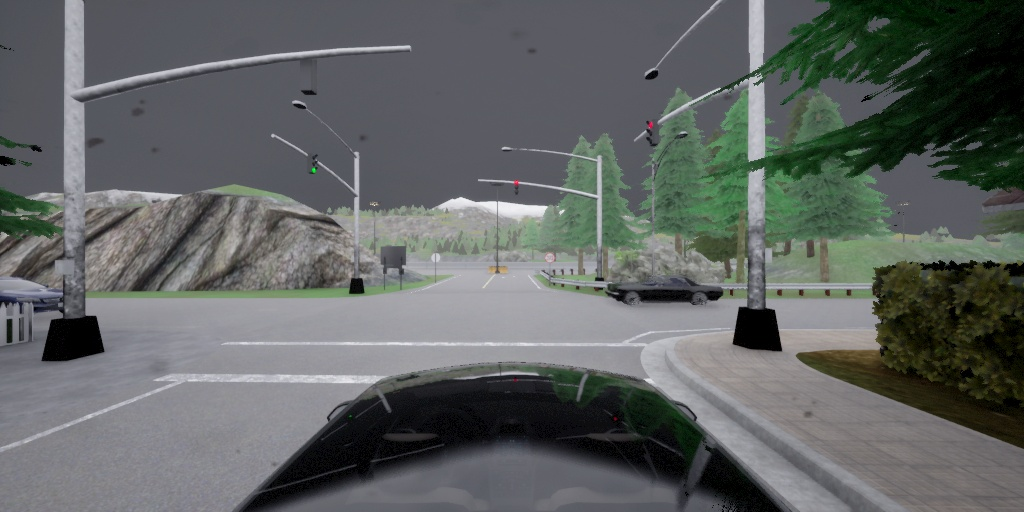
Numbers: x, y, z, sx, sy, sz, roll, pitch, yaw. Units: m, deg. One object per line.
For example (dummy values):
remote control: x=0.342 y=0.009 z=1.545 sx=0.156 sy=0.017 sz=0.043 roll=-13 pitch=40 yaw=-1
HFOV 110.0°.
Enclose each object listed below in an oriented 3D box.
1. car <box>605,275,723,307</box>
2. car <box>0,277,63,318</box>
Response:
car: x=6.725 y=1.538 z=16.287 sx=4.718 sy=1.301 sz=1.895 roll=0 pitch=0 yaw=0
car: x=-18.275 y=1.467 z=12.735 sx=4.674 sy=1.442 sz=1.812 roll=0 pitch=0 yaw=0
